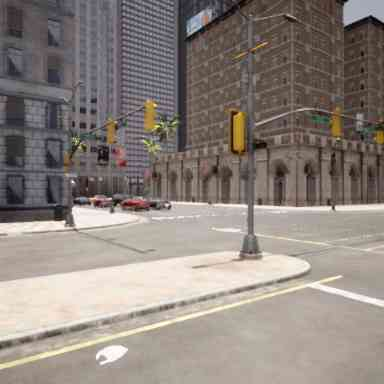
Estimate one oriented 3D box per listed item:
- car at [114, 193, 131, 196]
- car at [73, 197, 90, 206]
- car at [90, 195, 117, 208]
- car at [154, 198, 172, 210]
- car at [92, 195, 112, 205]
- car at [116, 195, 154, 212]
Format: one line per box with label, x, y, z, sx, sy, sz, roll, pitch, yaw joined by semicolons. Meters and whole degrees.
car;-10.166;1.213;50.319;2.150;2.045;5.566;0;0;-35
car;-18.682;1.540;56.367;2.033;1.411;5.357;0;0;-35
car;-12.638;1.557;47.748;1.994;1.385;4.181;0;0;-35
car;-4.431;1.483;42.286;2.128;1.511;4.902;0;0;-36
car;-15.848;1.343;58.452;2.097;1.767;4.553;0;0;-35
car;-6.829;1.470;39.627;1.882;1.535;5.008;0;0;-36
